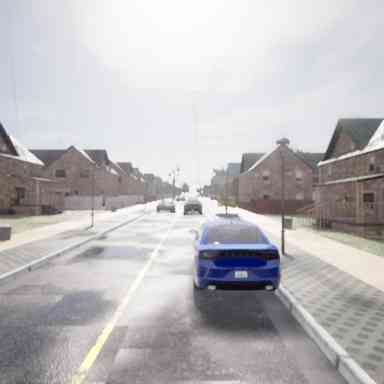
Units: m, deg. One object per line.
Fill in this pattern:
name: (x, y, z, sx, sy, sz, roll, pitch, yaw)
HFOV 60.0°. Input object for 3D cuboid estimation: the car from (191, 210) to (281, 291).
car: (0.973, 1.473, 9.025, 1.882, 1.535, 5.008, 0, 0, 0)

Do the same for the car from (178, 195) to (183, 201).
car: (-2.654, 1.567, 81.493, 2.128, 1.511, 4.902, 0, 0, 0)

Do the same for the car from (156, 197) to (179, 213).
car: (-2.803, 1.563, 36.807, 1.994, 1.385, 4.181, 0, 0, 0)

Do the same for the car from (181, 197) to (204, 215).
car: (0.100, 1.502, 34.378, 1.837, 1.490, 4.892, 0, 0, 0)
